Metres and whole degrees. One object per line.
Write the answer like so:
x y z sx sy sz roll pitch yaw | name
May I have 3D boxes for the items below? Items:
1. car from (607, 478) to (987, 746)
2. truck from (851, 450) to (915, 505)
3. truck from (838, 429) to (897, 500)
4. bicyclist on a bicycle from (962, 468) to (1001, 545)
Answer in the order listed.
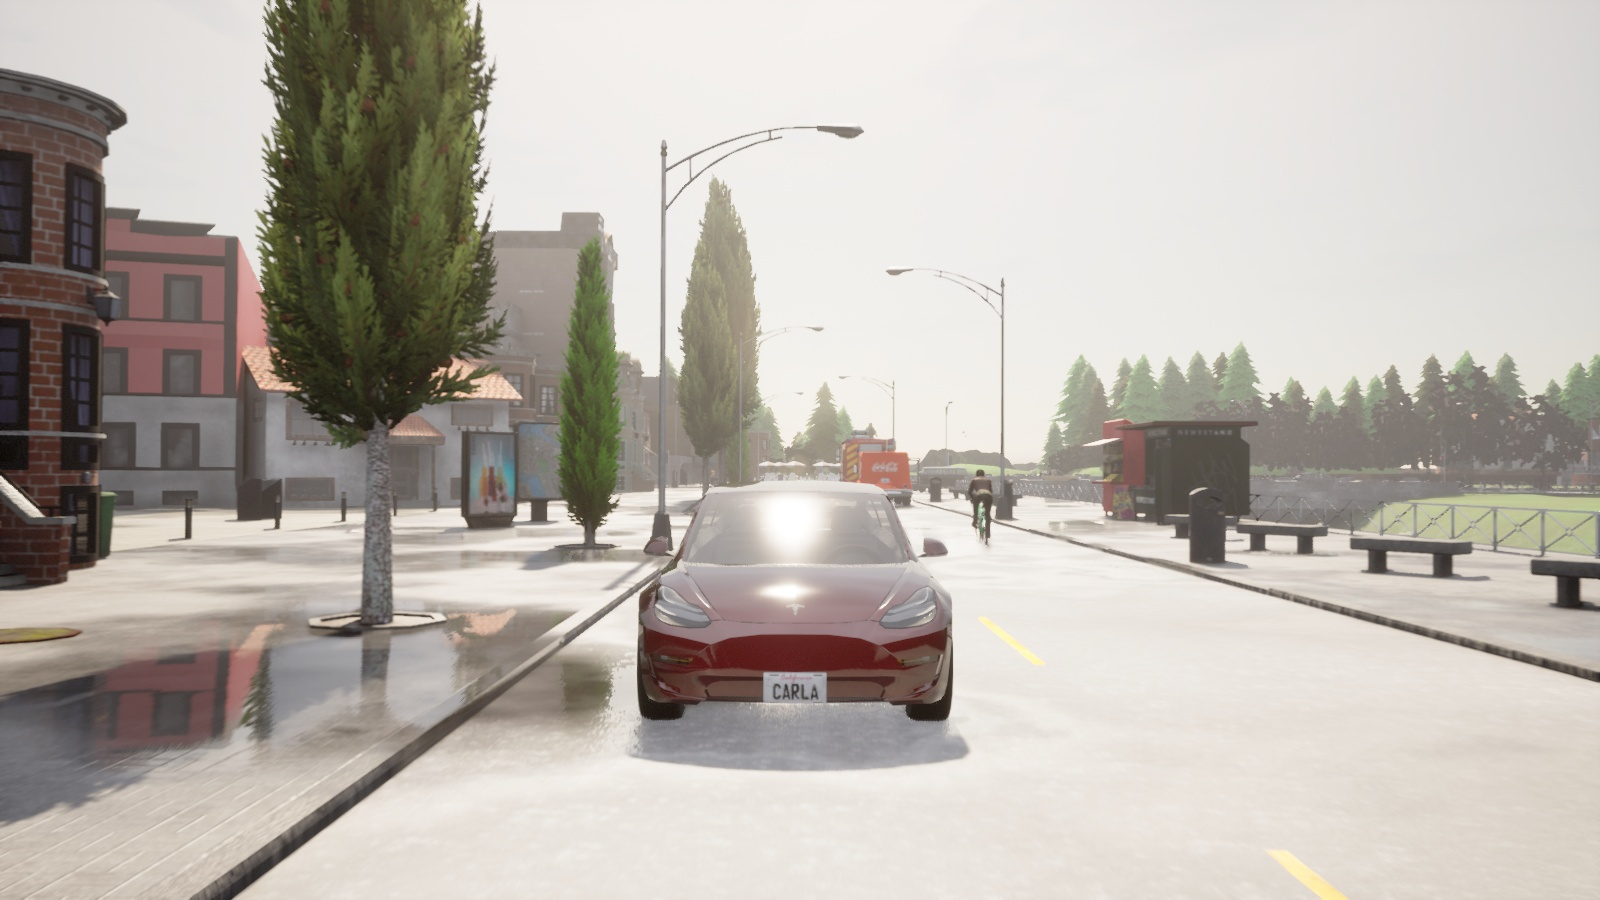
-0.025 0.974 9.550 2.163 1.488 4.792 0 -1 0 | car
3.844 1.298 59.227 2.627 2.467 5.204 0 -1 0 | truck
3.808 0.845 72.284 2.891 3.827 8.468 0 -1 0 | truck
3.928 1.209 27.302 0.582 1.620 1.656 0 -1 0 | bicyclist on a bicycle
